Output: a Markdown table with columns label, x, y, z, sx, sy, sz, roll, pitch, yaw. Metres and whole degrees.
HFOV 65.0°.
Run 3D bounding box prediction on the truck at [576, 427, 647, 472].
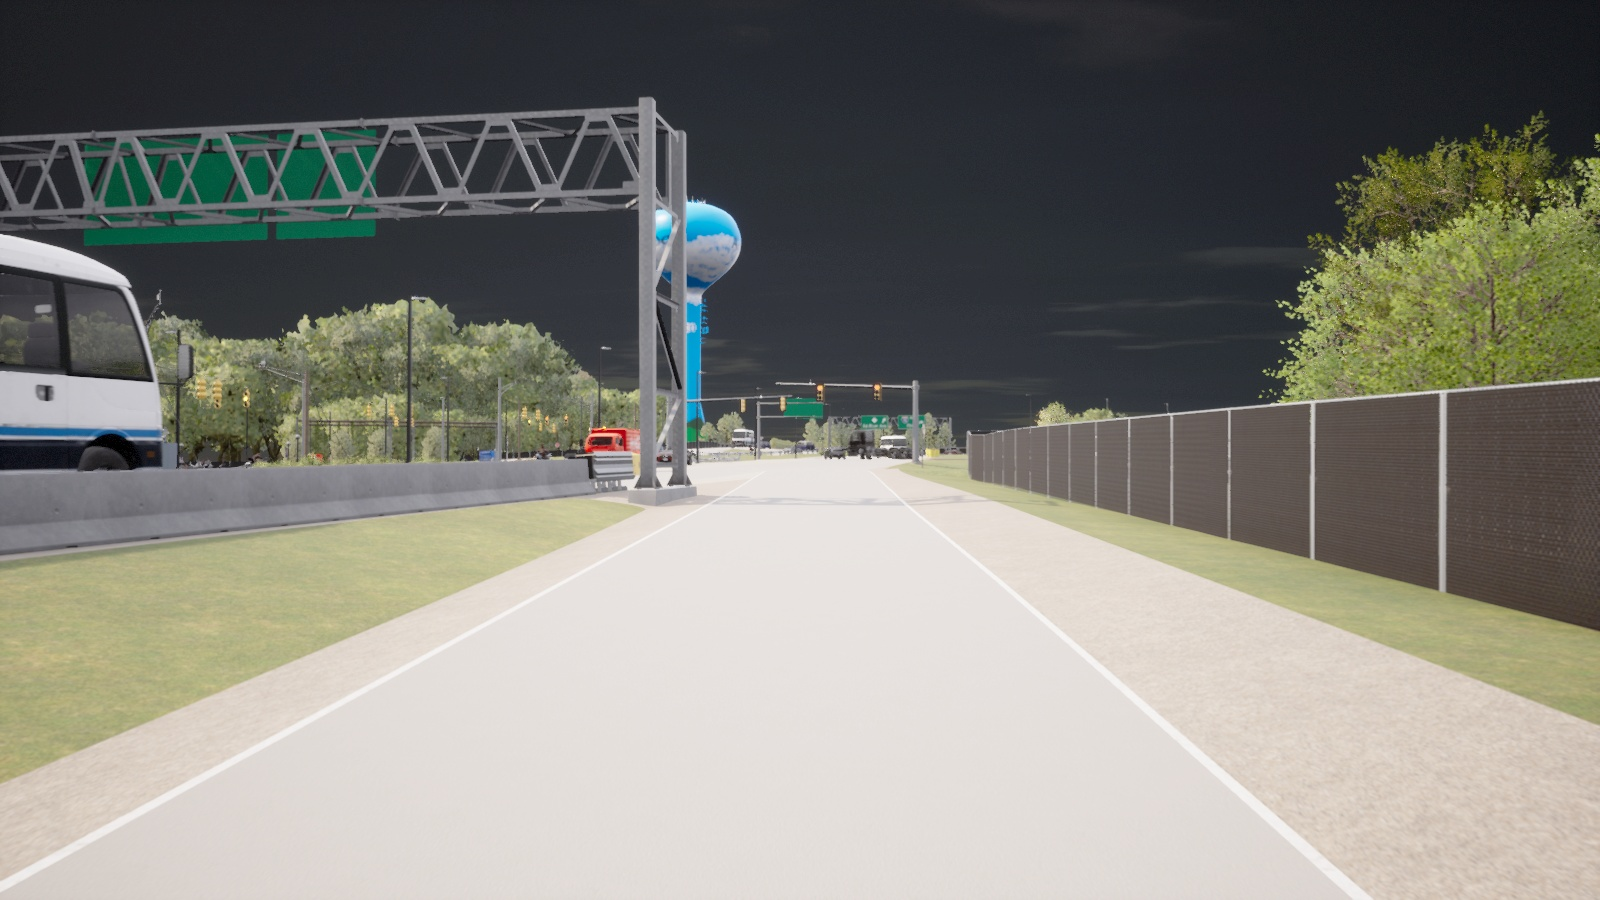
| label | x | y | z | sx | sy | sz | roll | pitch | yaw |
| --- | --- | --- | --- | --- | --- | --- | --- | --- | --- |
| truck | -10.738 | -0.014 | 71.919 | 2.627 | 2.467 | 5.204 | 0 | 0 | 9 |

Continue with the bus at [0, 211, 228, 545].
| label | x | y | z | sx | sy | sz | roll | pitch | yaw |
| --- | --- | --- | --- | --- | --- | --- | --- | --- | --- |
| bus | -12.207 | -0.910 | 15.882 | 3.944 | 4.253 | 10.273 | 0 | 0 | 10 |
